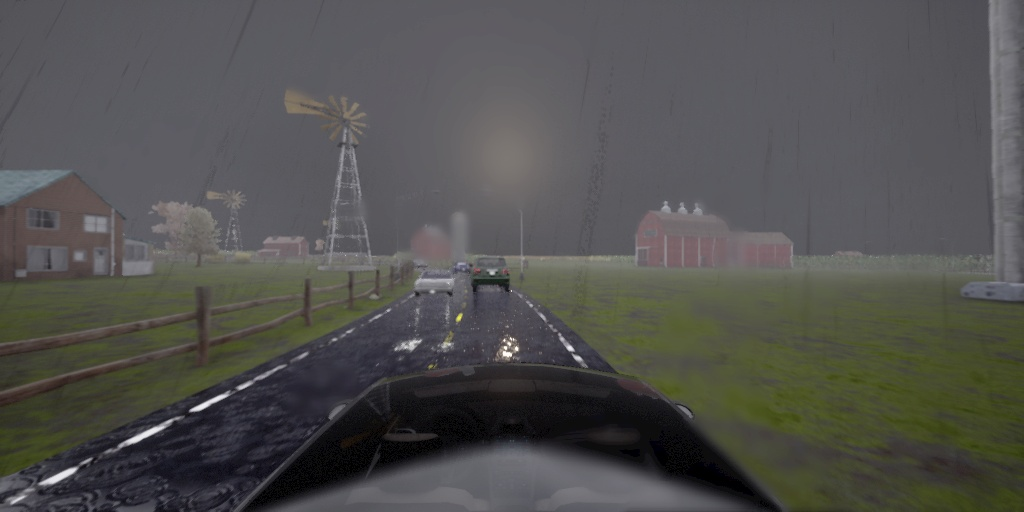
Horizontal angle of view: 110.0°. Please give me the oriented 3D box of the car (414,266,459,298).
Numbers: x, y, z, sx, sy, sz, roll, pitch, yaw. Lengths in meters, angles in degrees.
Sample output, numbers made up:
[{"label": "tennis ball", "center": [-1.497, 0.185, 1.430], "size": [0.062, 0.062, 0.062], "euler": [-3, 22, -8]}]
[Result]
[{"label": "car", "center": [-4.017, 1.401, 19.197], "size": [1.895, 1.301, 4.718], "euler": [0, 0, -7]}]

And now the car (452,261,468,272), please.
[{"label": "car", "center": [-6.251, 1.364, 43.827], "size": [1.812, 1.442, 4.674], "euler": [0, 0, -16]}]

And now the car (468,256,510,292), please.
[{"label": "car", "center": [-1.450, 1.026, 22.205], "size": [2.150, 2.045, 5.566], "euler": [0, 0, -8]}]

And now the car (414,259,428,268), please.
[{"label": "car", "center": [-15.191, 1.310, 59.694], "size": [1.837, 1.490, 4.892], "euler": [0, 0, -23]}]
